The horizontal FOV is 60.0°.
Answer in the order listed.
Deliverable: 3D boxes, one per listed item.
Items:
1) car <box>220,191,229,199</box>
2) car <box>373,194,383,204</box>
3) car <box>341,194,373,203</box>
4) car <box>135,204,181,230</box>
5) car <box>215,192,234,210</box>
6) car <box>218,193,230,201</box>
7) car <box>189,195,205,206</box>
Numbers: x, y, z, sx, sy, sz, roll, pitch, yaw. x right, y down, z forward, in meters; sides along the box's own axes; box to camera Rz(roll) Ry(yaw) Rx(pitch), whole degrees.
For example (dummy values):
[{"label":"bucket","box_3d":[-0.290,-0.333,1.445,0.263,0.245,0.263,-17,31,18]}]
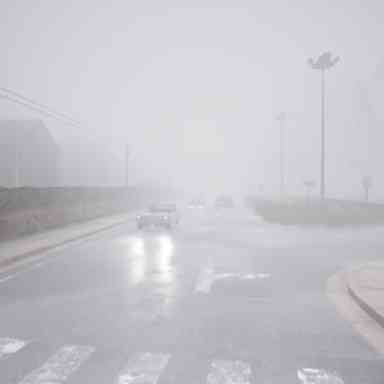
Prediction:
[{"label":"car","box_3d":[6.761,0.611,69.798,1.812,1.442,4.674,0,1,6]},{"label":"car","box_3d":[26.651,0.986,46.076,3.905,1.438,1.784,0,1,5]},{"label":"car","box_3d":[21.540,0.990,44.321,1.837,1.490,4.892,1,1,2]},{"label":"car","box_3d":[-1.863,1.380,19.418,1.895,1.301,4.718,0,1,6]},{"label":"car","box_3d":[3.474,1.073,36.011,2.128,1.511,4.902,0,0,6]},{"label":"car","box_3d":[5.737,0.854,59.490,2.033,1.411,5.357,0,1,6]},{"label":"car","box_3d":[0.678,1.037,44.024,2.033,1.411,5.357,0,1,6]}]
